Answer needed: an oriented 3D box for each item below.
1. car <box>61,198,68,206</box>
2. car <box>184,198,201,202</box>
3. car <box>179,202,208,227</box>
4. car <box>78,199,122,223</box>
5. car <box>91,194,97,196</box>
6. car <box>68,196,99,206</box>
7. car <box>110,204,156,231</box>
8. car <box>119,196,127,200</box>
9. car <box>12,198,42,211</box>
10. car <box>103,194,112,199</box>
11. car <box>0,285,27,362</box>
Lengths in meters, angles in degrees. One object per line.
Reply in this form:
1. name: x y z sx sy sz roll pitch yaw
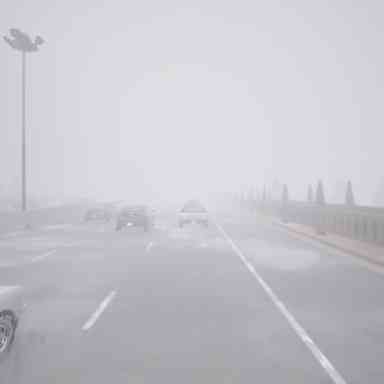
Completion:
1. car: -17.580 1.418 49.037 2.097 1.767 4.553 0 0 0
2. car: 0.089 1.549 41.342 1.837 1.490 4.892 0 0 0
3. car: 0.093 1.610 23.150 1.895 1.301 4.718 0 0 0
4. car: -6.908 1.539 25.690 1.812 1.442 4.674 0 0 0
5. car: -24.685 1.413 84.034 2.097 1.767 4.553 0 0 -15
6. car: -14.092 1.556 43.509 1.837 1.490 4.892 0 -1 0
7. car: -3.406 1.512 20.580 1.837 1.490 4.892 0 0 0
8. car: -17.606 1.716 84.803 1.812 1.442 4.674 0 0 -15
9. car: -21.091 1.526 42.633 1.882 1.535 5.008 0 0 0
10. car: -22.616 1.320 89.013 2.097 1.767 4.553 0 0 -18
11. car: -3.402 1.601 2.868 1.895 1.301 4.718 0 0 0
